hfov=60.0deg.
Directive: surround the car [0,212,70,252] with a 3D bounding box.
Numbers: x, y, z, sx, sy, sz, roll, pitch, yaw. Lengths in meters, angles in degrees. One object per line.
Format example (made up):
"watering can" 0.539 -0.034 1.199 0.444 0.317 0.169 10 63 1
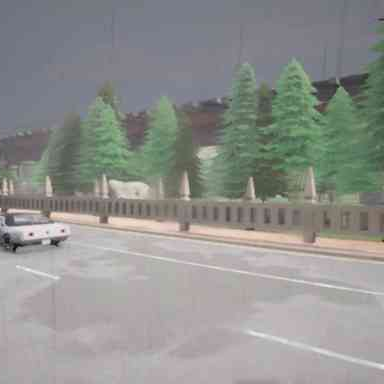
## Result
"car" -6.987 1.445 13.190 4.718 1.301 1.895 1 1 36
